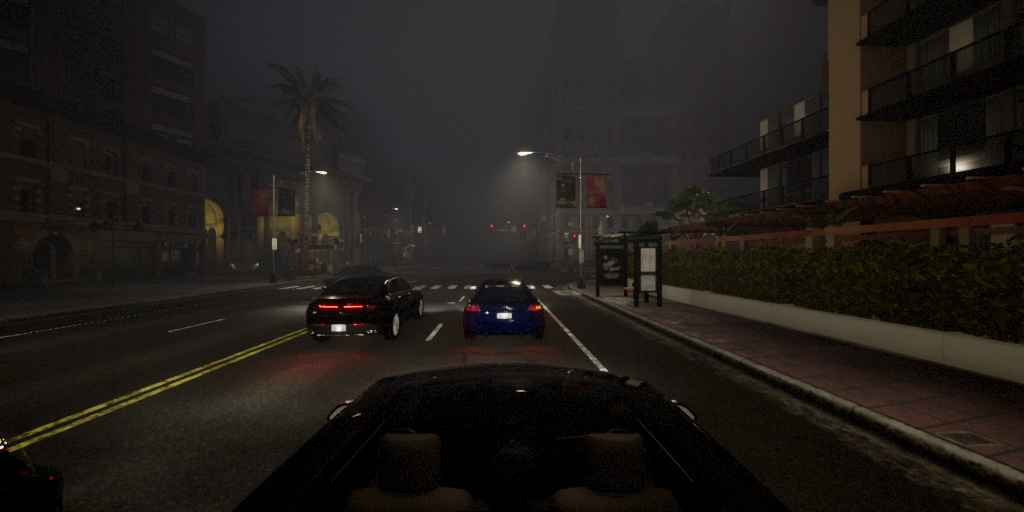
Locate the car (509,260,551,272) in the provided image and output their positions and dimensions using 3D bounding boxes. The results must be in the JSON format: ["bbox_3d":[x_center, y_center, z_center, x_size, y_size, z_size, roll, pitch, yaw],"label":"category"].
[{"bbox_3d":[2.488,1.244,45.680,4.902,1.511,2.128,0,0,-11],"label":"car"}]

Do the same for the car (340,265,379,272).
[{"bbox_3d":[-7.731,1.228,18.158,1.882,1.535,5.008,0,0,-2],"label":"car"}]

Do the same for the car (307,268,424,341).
[{"bbox_3d":[-3.732,1.255,9.913,1.837,1.490,4.892,0,0,-3],"label":"car"}]

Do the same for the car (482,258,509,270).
[{"bbox_3d":[-1.648,1.353,52.716,4.718,1.301,1.895,0,0,32],"label":"car"}]

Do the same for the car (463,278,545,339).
[{"bbox_3d":[-0.243,1.314,10.071,1.994,1.385,4.181,0,0,-2],"label":"car"}]
